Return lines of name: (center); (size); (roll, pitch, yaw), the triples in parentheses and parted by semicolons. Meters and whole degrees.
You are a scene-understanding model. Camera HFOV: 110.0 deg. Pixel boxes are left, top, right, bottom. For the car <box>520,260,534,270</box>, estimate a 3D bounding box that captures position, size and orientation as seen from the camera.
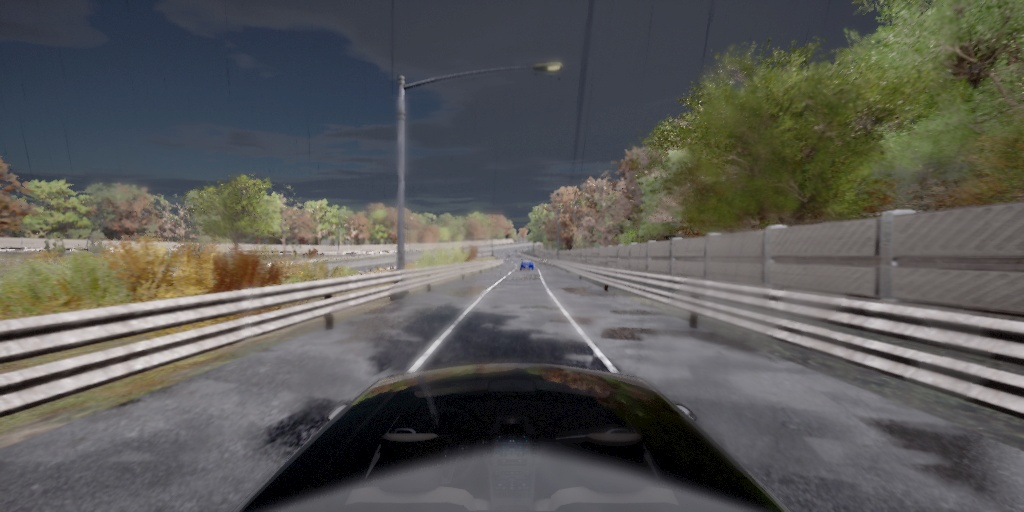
car: (2.184, 1.263, 52.491); (1.882, 1.535, 5.008); (0, 0, 3)
